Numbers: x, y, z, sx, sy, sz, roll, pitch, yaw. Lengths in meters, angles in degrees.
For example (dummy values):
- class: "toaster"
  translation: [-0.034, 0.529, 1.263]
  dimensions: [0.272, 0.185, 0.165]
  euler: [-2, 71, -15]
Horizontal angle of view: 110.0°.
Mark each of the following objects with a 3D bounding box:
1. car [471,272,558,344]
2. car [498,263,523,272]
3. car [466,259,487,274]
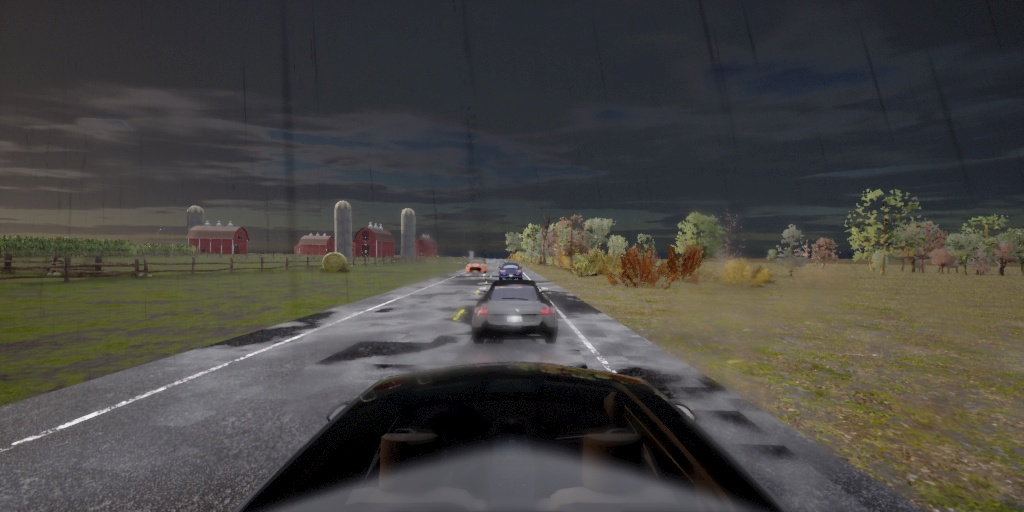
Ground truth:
- class: "car"
  translation: [0.058, 1.313, 9.640]
  dimensions: [1.994, 1.385, 4.181]
  euler: [0, 0, 0]
- class: "car"
  translation: [-0.117, 1.274, 29.033]
  dimensions: [1.812, 1.442, 4.674]
  euler: [0, 0, -1]
- class: "car"
  translation: [-3.926, 1.104, 40.308]
  dimensions: [2.097, 1.767, 4.553]
  euler: [0, 0, 0]
